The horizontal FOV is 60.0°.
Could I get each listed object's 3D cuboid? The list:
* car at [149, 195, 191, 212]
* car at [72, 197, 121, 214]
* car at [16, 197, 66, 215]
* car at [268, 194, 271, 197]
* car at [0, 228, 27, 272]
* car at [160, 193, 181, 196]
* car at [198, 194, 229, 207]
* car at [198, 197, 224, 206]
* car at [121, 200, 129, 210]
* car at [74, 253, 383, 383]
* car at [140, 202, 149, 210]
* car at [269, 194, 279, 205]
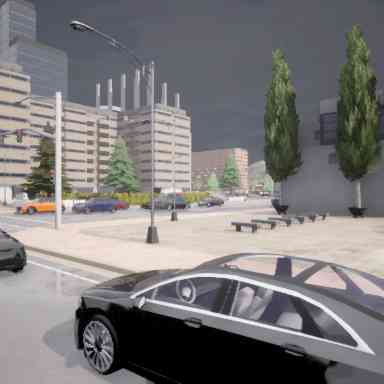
[{"bbox_3d":[-2.166,1.491,38.322,2.128,1.511,4.902,0,0,41],"label":"car"},{"bbox_3d":[-10.170,1.352,34.733,2.097,1.767,4.553,0,0,41],"label":"car"},{"bbox_3d":[-15.432,1.352,34.102,2.097,1.767,4.553,0,0,42],"label":"car"},{"bbox_3d":[16.207,1.547,59.536,2.033,1.411,5.357,0,0,41],"label":"car"},{"bbox_3d":[-6.557,1.564,9.677,4.181,1.385,1.994,0,0,40],"label":"car"},{"bbox_3d":[-3.575,1.221,47.686,2.150,2.045,5.566,0,0,41],"label":"car"},{"bbox_3d":[2.845,1.491,49.741,2.128,1.511,4.902,0,0,41],"label":"car"},{"bbox_3d":[3.141,1.526,55.403,1.812,1.442,4.674,0,0,41],"label":"car"},{"bbox_3d":[-9.733,1.564,40.577,1.994,1.385,4.181,0,0,41],"label":"car"},{"bbox_3d":[0.576,1.492,3.864,4.902,1.511,2.128,0,0,37],"label":"car"},{"bbox_3d":[-3.967,1.547,41.895,2.033,1.411,5.357,0,0,41],"label":"car"},{"bbox_3d":[14.534,1.478,52.260,1.882,1.535,5.008,0,0,41],"label":"car"}]
